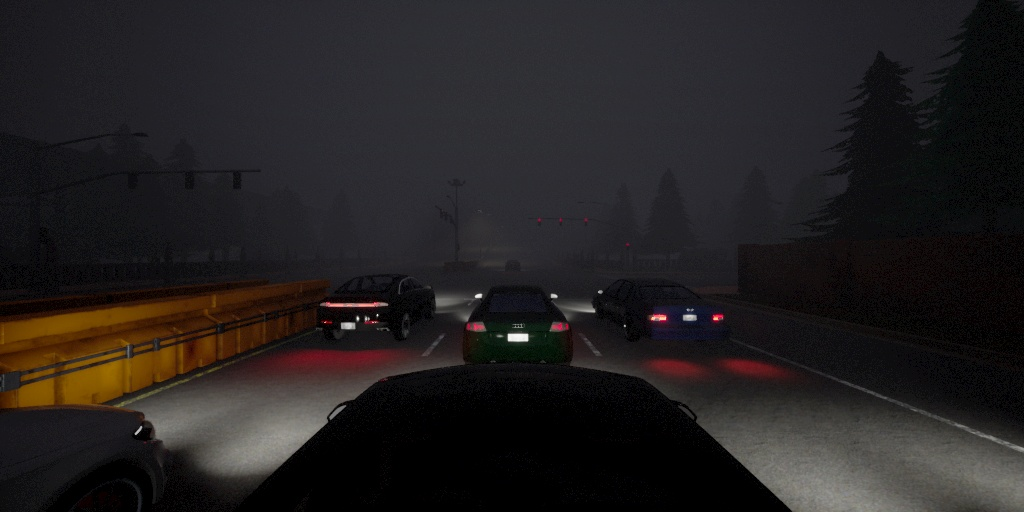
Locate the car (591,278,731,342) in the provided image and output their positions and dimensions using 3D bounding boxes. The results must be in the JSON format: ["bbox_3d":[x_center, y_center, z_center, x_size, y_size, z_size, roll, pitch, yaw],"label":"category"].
[{"bbox_3d":[3.601,1.297,9.774,2.033,1.411,5.357,0,0,0],"label":"car"}]

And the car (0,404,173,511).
[{"bbox_3d":[-3.403,1.276,0.632,1.812,1.442,4.674,0,0,0],"label":"car"}]

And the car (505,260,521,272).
[{"bbox_3d":[0.103,1.228,46.010,1.882,1.535,5.008,0,0,0],"label":"car"}]

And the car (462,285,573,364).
[{"bbox_3d":[0.099,1.314,7.917,1.994,1.385,4.181,0,0,0],"label":"car"}]

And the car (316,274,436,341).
[{"bbox_3d":[-3.399,1.241,9.869,2.128,1.511,4.902,0,0,0],"label":"car"}]
